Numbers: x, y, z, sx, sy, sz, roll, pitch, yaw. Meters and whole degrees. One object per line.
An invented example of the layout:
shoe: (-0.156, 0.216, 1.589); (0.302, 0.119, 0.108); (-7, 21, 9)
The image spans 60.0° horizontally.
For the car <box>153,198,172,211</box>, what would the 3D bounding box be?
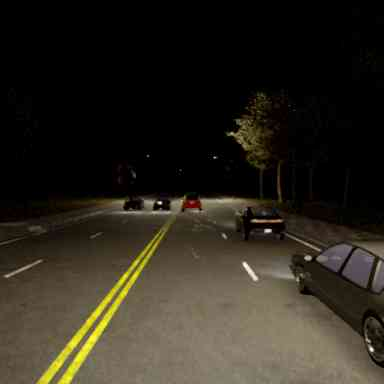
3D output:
car: (-3.270, 1.357, 37.664); (2.033, 1.411, 5.357); (0, 1, 1)

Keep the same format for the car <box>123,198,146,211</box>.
car: (-6.516, 1.350, 38.139); (2.033, 1.411, 5.357); (0, 1, 0)

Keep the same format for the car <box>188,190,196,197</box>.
car: (-0.002, 0.384, 78.451); (2.033, 1.411, 5.357); (0, 2, 0)

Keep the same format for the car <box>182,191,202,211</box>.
car: (-0.004, 1.160, 37.964); (2.097, 1.767, 4.553); (0, 1, 0)

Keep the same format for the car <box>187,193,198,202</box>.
car: (0.099, 0.882, 58.847); (1.812, 1.442, 4.674); (0, 2, 0)

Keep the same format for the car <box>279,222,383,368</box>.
car: (3.250, 1.531, 5.627); (2.033, 1.411, 5.357); (0, 0, 0)

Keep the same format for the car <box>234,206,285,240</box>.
car: (3.249, 1.445, 16.626); (2.128, 1.511, 4.902); (0, 0, 0)
